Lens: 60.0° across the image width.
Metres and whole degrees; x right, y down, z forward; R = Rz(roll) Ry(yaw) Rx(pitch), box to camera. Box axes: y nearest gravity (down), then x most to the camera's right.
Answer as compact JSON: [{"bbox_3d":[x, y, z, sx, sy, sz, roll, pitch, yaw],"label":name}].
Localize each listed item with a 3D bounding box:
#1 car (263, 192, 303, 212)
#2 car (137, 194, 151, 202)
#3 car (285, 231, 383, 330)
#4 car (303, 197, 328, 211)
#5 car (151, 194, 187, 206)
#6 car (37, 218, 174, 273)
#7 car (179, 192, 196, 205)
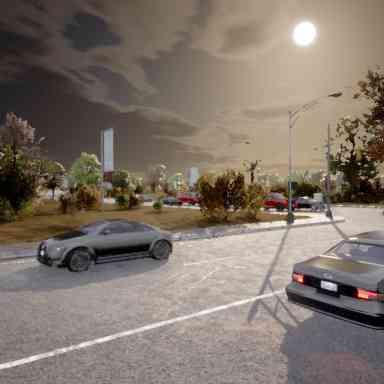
[{"bbox_3d":[8.752,1.058,36.284,2.150,2.045,5.566,-1,0,-37],"label":"car"},{"bbox_3d":[-9.182,1.174,64.121,2.097,1.767,4.553,-1,0,-39],"label":"car"},{"bbox_3d":[4.204,1.527,6.774,5.357,1.411,2.033,0,0,-36],"label":"car"},{"bbox_3d":[12.631,1.302,37.022,2.128,1.511,4.902,-1,0,-39],"label":"car"},{"bbox_3d":[-3.616,1.392,51.540,2.033,1.411,5.357,-1,0,-39],"label":"car"},{"bbox_3d":[-2.660,1.558,10.710,4.181,1.385,1.994,0,0,-36],"label":"car"},{"bbox_3d":[-0.134,1.040,52.798,2.150,2.045,5.566,-1,0,-39],"label":"car"}]
